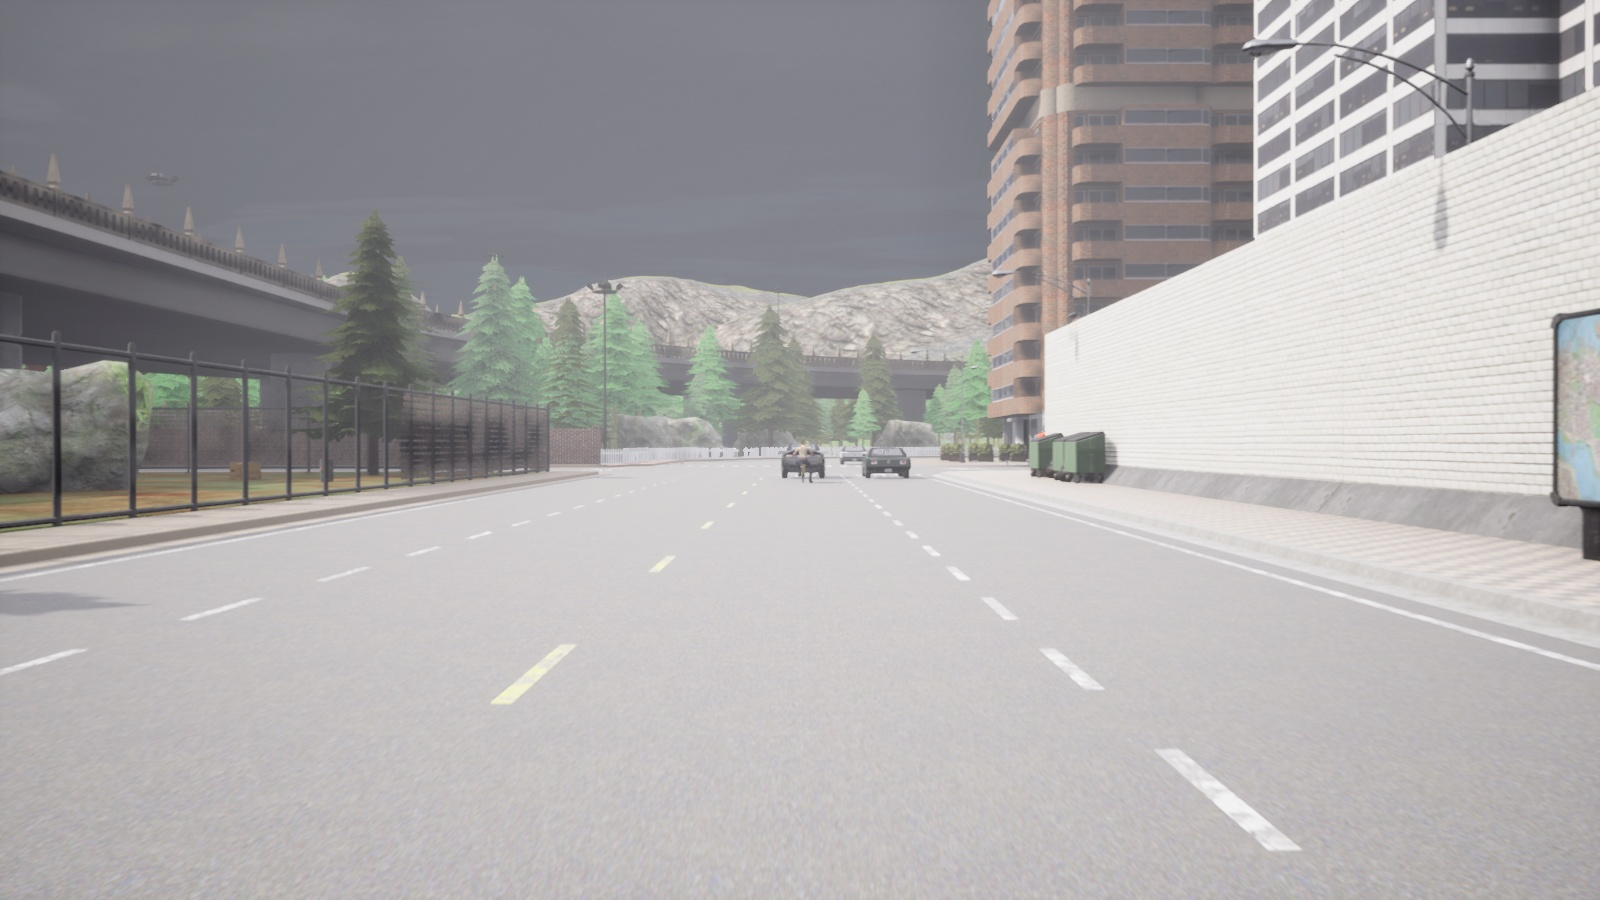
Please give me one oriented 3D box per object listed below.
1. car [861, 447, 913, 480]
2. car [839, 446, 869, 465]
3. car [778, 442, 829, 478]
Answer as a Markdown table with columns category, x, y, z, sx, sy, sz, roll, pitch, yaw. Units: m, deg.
| category | x | y | z | sx | sy | sz | roll | pitch | yaw |
| --- | --- | --- | --- | --- | --- | --- | --- | --- | --- |
| car | 3.655 | 0.547 | 53.664 | 1.895 | 1.301 | 4.718 | 0 | 0 | 0 |
| car | 3.742 | 0.358 | 87.283 | 1.895 | 1.301 | 4.718 | 0 | 0 | 0 |
| car | 0.156 | 0.398 | 54.102 | 2.128 | 1.511 | 4.902 | 0 | 0 | 0 |
